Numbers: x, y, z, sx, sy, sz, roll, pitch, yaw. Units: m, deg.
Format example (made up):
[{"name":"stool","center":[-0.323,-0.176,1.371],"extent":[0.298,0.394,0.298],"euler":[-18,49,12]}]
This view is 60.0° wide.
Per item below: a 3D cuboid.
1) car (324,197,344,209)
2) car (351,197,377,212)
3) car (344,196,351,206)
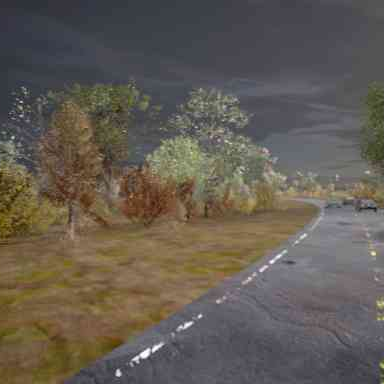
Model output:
[{"name":"car","center":[19.550,1.503,46.310],"extent":[1.837,1.490,4.892],"euler":[-1,-1,20]},{"name":"car","center":[19.775,1.456,37.914],"extent":[2.033,1.411,5.357],"euler":[-2,-1,21]},{"name":"car","center":[25.575,1.457,54.159],"extent":[1.812,1.442,4.674],"euler":[-2,-1,18]}]
